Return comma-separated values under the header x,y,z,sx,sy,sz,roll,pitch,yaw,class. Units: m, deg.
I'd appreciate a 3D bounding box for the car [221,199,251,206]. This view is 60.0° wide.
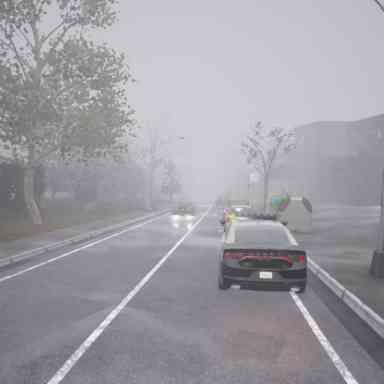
x,y,z,sx,sy,sz,roll,pitch,yaw,class
2.778,1.405,19.154,1.801,1.575,5.366,1,0,6,car

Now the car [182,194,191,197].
x,y,z,sx,sy,sz,roll,pitch,yaw,class
-1.362,1.194,80.496,1.882,1.535,5.008,-1,0,-11,car

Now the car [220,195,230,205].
x,y,z,sx,sy,sz,roll,pitch,yaw,class
3.386,1.277,24.929,2.097,1.767,4.553,1,0,6,car

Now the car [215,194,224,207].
x,y,z,sx,sy,sz,roll,pitch,yaw,class
4.482,1.165,48.082,2.097,1.767,4.553,0,0,3,car

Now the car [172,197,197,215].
x,y,z,sx,sy,sz,roll,pitch,yaw,class
-0.628,1.420,31.416,1.994,1.385,4.181,1,0,6,car

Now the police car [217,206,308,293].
x,y,z,sx,sy,sz,roll,pitch,yaw,class
1.720,1.414,9.083,1.930,1.638,5.238,1,0,6,police car
